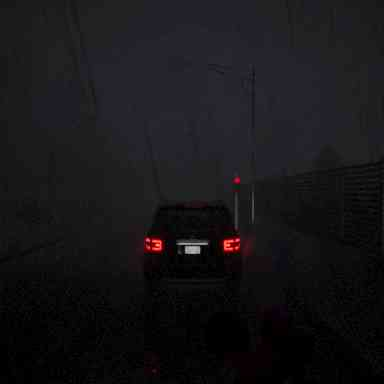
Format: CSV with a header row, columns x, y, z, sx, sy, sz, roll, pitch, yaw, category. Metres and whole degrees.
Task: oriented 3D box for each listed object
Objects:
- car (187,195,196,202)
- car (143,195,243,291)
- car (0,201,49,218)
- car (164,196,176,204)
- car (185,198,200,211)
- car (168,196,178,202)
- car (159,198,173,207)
x,y,z,sx,sy,sz,roll,pitch,yaw,category
-0.102,1.478,77.961,1.882,1.535,5.008,0,0,-4,car
0.033,1.221,9.158,2.150,2.045,5.566,0,0,0,car
-14.753,1.477,28.375,5.008,1.535,1.882,0,0,-1,car
-4.125,1.547,63.353,2.033,1.411,5.357,0,0,0,car
0.055,1.525,42.567,1.812,1.442,4.674,0,0,1,car
-4.083,1.552,73.338,1.994,1.385,4.181,0,0,0,car
-4.153,1.601,53.590,1.895,1.301,4.718,0,0,0,car
